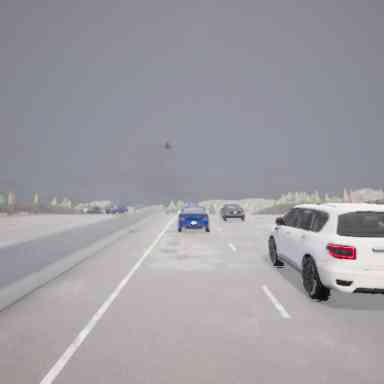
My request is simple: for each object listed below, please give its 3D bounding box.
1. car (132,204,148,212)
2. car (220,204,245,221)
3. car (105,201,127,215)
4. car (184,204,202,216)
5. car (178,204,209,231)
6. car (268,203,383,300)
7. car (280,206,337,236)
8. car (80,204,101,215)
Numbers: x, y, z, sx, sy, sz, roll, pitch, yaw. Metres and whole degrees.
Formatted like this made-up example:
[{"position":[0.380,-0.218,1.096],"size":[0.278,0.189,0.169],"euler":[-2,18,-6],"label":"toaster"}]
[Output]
[{"position":[-7.055,2.444,46.308],"size":[1.837,1.490,4.892],"euler":[0,-5,0],"label":"car"},{"position":[3.604,1.811,30.160],"size":[2.033,1.411,5.357],"euler":[0,-1,0],"label":"car"},{"position":[-10.554,2.193,46.748],"size":[2.150,2.045,5.566],"euler":[0,-5,0],"label":"car"},{"position":[0.105,2.047,38.624],"size":[1.994,1.385,4.181],"euler":[0,-2,0],"label":"car"},{"position":[0.103,1.667,21.888],"size":[1.882,1.535,5.008],"euler":[0,0,0],"label":"car"},{"position":[3.601,1.298,8.695],"size":[2.150,2.045,5.566],"euler":[0,0,0],"label":"car"},{"position":[7.103,1.686,20.807],"size":[1.837,1.490,4.892],"euler":[0,0,0],"label":"car"},{"position":[-14.055,2.435,46.357],"size":[2.128,1.511,4.902],"euler":[0,-5,0],"label":"car"}]
